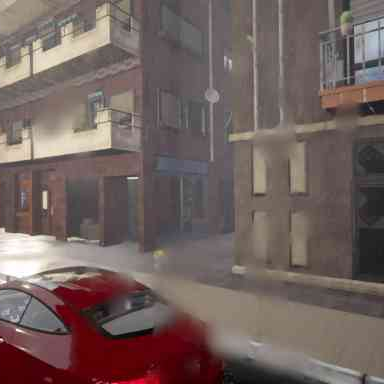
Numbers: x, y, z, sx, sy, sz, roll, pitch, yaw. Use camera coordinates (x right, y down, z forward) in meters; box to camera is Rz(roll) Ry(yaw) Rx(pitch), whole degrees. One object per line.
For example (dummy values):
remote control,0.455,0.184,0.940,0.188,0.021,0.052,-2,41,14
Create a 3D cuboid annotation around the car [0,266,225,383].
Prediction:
car,-1.613,1.583,3.999,4.206,1.307,1.802,0,-1,36
